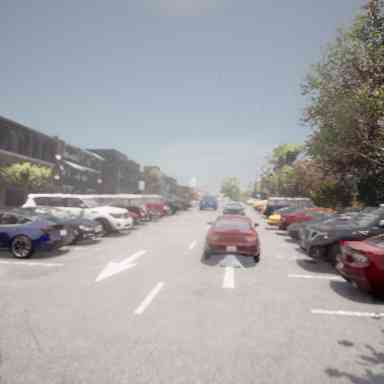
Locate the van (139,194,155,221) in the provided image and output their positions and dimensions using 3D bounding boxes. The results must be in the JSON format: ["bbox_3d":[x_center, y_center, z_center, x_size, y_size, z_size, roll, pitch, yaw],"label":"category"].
[{"bbox_3d":[-5.162,1.201,22.826,4.442,1.987,1.878,1,0,7],"label":"van"}]

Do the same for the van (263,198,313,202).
[{"bbox_3d":[8.882,1.516,29.559,4.442,1.987,1.878,1,0,7],"label":"van"}]

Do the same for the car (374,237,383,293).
[{"bbox_3d":[5.602,1.637,4.830,4.674,1.452,2.002,1,0,7],"label":"car"}]

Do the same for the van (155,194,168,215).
[{"bbox_3d":[-4.682,1.231,28.417,4.442,1.987,1.878,1,0,7],"label":"van"}]

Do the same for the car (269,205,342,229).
[{"bbox_3d":[8.052,1.745,24.046,4.674,1.452,2.002,1,0,7],"label":"car"}]

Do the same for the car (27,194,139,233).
[{"bbox_3d":[-5.958,1.139,17.275,5.566,2.045,2.435,1,0,7],"label":"car"}]

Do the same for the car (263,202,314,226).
[{"bbox_3d":[7.518,1.681,21.307,5.366,1.575,1.946,1,0,7],"label":"car"}]

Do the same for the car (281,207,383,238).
[{"bbox_3d":[6.968,1.683,15.760,4.792,1.488,2.163,1,0,7],"label":"car"}]

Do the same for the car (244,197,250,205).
[{"bbox_3d":[14.548,2.386,74.385,4.674,1.452,2.002,1,-1,7],"label":"car"}]

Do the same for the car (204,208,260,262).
[{"bbox_3d":[1.519,1.575,12.432,1.812,1.442,4.674,1,0,8],"label":"car"}]

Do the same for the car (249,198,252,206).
[{"bbox_3d":[10.893,1.902,46.139,5.008,1.535,2.097,1,-1,7],"label":"car"}]

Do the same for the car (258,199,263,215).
[{"bbox_3d":[9.088,1.633,32.335,4.553,1.767,2.185,1,0,7],"label":"car"}]

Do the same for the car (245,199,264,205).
[{"bbox_3d":[15.791,2.539,84.002,4.674,1.452,2.002,1,-1,7],"label":"car"}]

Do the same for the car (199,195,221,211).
[{"bbox_3d":[2.313,1.452,45.196,2.150,2.045,5.566,1,-1,8],"label":"car"}]

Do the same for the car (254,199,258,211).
[{"bbox_3d":[9.829,1.847,37.852,4.674,1.452,2.002,1,0,7],"label":"car"}]

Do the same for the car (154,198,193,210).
[{"bbox_3d":[-2.430,1.606,45.079,4.892,1.521,2.231,1,-1,7],"label":"car"}]

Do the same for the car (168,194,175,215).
[{"bbox_3d":[-4.244,1.350,31.187,4.553,1.767,2.185,1,0,7],"label":"car"}]

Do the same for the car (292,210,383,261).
[{"bbox_3d":[6.674,1.667,12.990,4.792,1.488,2.163,1,0,7],"label":"car"}]

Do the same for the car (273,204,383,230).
[{"bbox_3d":[7.344,1.671,18.520,5.008,1.535,2.097,1,0,7],"label":"car"}]

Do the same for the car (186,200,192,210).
[{"bbox_3d":[-2.750,1.322,42.299,5.566,2.045,2.435,1,0,7],"label":"car"}]

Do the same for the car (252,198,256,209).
[{"bbox_3d":[10.190,1.835,40.616,5.008,1.535,2.097,1,-1,7],"label":"car"}]

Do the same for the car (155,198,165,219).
[{"bbox_3d":[-4.933,1.443,25.620,4.892,1.521,2.231,1,0,7],"label":"car"}]

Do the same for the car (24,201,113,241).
[{"bbox_3d":[-6.351,1.374,14.493,4.892,1.521,2.231,1,0,7],"label":"car"}]

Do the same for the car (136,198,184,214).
[{"bbox_3d":[-3.494,1.519,36.742,4.892,1.521,2.231,1,0,7],"label":"car"}]

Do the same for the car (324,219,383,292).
[{"bbox_3d":[5.937,1.609,7.469,5.008,1.535,2.097,1,0,7],"label":"car"}]

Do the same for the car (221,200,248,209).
[{"bbox_3d":[3.450,1.668,27.543,1.812,1.442,4.674,1,0,8],"label":"car"}]

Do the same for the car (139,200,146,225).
[{"bbox_3d":[-5.642,1.407,20.059,5.008,1.535,2.097,1,0,7],"label":"car"}]

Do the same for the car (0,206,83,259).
[{"bbox_3d":[-6.729,1.387,11.721,4.792,1.488,2.163,1,0,7],"label":"car"}]

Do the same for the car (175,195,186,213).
[{"bbox_3d":[-3.825,1.246,33.958,5.566,2.045,2.435,1,0,7],"label":"car"}]
